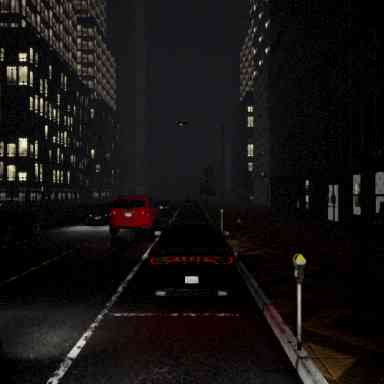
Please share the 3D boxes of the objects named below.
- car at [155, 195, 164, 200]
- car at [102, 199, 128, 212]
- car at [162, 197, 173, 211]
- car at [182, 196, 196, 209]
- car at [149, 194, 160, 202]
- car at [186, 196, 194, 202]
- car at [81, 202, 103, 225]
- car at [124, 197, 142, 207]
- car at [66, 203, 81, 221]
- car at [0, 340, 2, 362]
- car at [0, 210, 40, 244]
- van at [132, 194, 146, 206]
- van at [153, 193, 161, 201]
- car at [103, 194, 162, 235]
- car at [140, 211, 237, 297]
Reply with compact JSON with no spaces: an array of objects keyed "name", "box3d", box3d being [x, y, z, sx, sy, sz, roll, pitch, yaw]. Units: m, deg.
[{"name":"car","box3d":[-8.832,1.504,89.799,1.947,1.339,4.313,0,0,0]},{"name":"car","box3d":[-8.833,1.537,38.569,2.008,1.369,4.403,0,0,0]},{"name":"car","box3d":[-3.046,1.536,34.056,2.033,1.411,5.357,0,0,0]},{"name":"car","box3d":[-0.452,1.548,44.248,1.947,1.339,4.313,0,0,0]},{"name":"car","box3d":[-8.832,1.391,78.413,1.967,1.590,4.097,0,0,0]},{"name":"car","box3d":[-0.452,1.533,78.399,1.802,1.307,4.206,0,0,0]},{"name":"car","box3d":[-6.245,1.499,24.336,1.837,1.490,4.892,0,0,0]},{"name":"car","box3d":[-8.833,1.523,49.953,1.887,1.381,4.507,0,0,0]},{"name":"car","box3d":[-8.832,1.575,27.183,1.802,1.307,4.206,0,0,0]},{"name":"car","box3d":[-3.053,1.526,1.813,1.812,1.442,4.674,0,0,0]},{"name":"car","box3d":[-8.833,1.563,15.800,1.947,1.339,4.313,0,0,0]},{"name":"van","box3d":[-8.832,1.315,55.646,1.690,1.788,3.998,0,0,0]},{"name":"van","box3d":[-8.831,1.286,84.106,1.690,1.788,3.998,0,0,0]},{"name":"car","box3d":[-3.152,1.218,19.012,2.150,2.045,5.566,0,0,0]},{"name":"car","box3d":[-0.006,1.477,8.649,1.882,1.535,5.008,0,0,0]}]
